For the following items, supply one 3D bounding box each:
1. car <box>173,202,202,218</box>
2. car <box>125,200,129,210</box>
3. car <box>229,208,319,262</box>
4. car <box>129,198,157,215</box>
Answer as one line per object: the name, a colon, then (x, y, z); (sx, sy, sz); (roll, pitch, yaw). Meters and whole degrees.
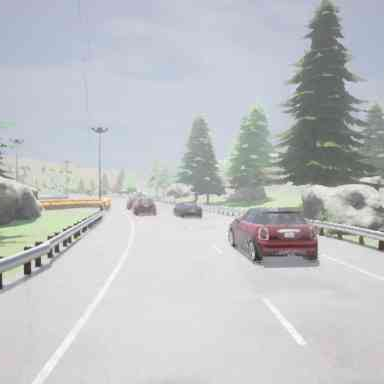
car: (-0.442, 1.561, 30.302); (1.994, 1.385, 4.181); (0, 0, -14)
car: (-7.487, 1.500, 43.244); (1.837, 1.490, 4.892); (0, 0, -16)
car: (2.772, 1.349, 12.272); (2.097, 1.767, 4.553); (0, 0, -5)
car: (-4.877, 1.351, 33.622); (2.097, 1.767, 4.553); (0, 0, -14)
